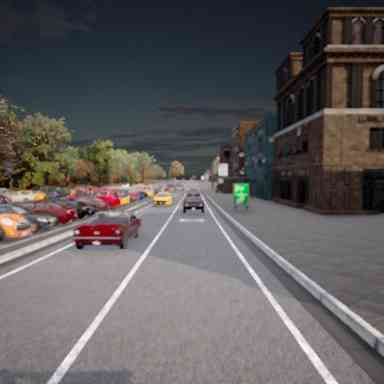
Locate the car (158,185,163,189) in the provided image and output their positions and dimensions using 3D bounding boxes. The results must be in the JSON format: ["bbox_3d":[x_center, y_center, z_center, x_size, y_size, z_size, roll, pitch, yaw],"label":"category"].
[{"bbox_3d":[-9.180,-0.171,70.730,4.674,1.452,2.002,0,2,1],"label":"car"}]

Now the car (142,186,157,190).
[{"bbox_3d":[-9.133,0.227,56.818,5.366,1.575,1.946,0,2,1],"label":"car"}]

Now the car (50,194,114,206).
[{"bbox_3d":[-9.597,1.121,29.002,4.674,1.452,2.002,0,2,1],"label":"car"}]

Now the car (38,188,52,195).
[{"bbox_3d":[-22.516,0.570,45.792,5.008,1.535,2.097,0,2,1],"label":"car"}]

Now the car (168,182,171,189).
[{"bbox_3d":[-8.981,-1.005,87.411,5.566,2.045,2.435,0,2,1],"label":"car"}]

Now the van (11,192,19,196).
[{"bbox_3d":[-22.478,0.598,37.434,4.442,1.987,1.878,0,2,1],"label":"van"}]

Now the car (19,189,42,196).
[{"bbox_3d":[-22.541,0.695,43.010,4.674,1.452,2.002,0,2,1],"label":"car"}]

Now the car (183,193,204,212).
[{"bbox_3d":[0.148,1.097,30.928,1.895,1.301,4.718,0,2,0],"label":"car"}]

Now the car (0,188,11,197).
[{"bbox_3d":[-22.594,0.657,34.650,5.566,2.045,2.435,0,2,1],"label":"car"}]

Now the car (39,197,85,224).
[{"bbox_3d":[-9.678,1.297,20.642,5.008,1.535,2.097,0,1,1],"label":"car"}]

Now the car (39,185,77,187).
[{"bbox_3d":[-22.398,0.061,54.136,5.566,2.045,2.435,0,2,1],"label":"car"}]

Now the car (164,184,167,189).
[{"bbox_3d":[-9.279,-0.484,79.076,5.366,1.575,1.946,0,2,1],"label":"car"}]

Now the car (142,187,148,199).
[{"bbox_3d":[-9.408,0.488,48.474,5.008,1.535,2.097,0,2,1],"label":"car"}]

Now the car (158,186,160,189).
[{"bbox_3d":[-9.205,-0.004,65.166,4.792,1.488,2.163,0,2,1],"label":"car"}]

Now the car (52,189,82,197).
[{"bbox_3d":[-22.372,0.178,59.711,4.674,1.452,2.002,0,2,1],"label":"car"}]

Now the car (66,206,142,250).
[{"bbox_3d":[-3.335,1.469,13.877,1.895,1.301,4.718,0,1,0],"label":"car"}]

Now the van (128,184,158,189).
[{"bbox_3d":[-9.145,-0.169,62.312,4.442,1.987,1.878,0,2,1],"label":"van"}]

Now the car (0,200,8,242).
[{"bbox_3d":[-9.799,1.314,12.285,4.553,1.767,2.185,0,1,1],"label":"car"}]

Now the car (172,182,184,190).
[{"bbox_3d":[-2.961,-1.061,78.201,2.150,2.045,5.566,0,2,0],"label":"car"}]

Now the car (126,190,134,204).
[{"bbox_3d":[-9.701,0.825,37.348,5.366,1.575,1.946,0,2,1],"label":"car"}]

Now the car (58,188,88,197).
[{"bbox_3d":[-22.336,0.051,62.493,5.008,1.535,2.097,0,2,1],"label":"car"}]

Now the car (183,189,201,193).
[{"bbox_3d":[0.210,0.333,48.090,2.097,1.767,4.553,0,2,0],"label":"car"}]

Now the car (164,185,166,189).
[{"bbox_3d":[-9.128,-0.389,76.293,4.892,1.521,2.231,0,2,1],"label":"car"}]

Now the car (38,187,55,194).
[{"bbox_3d":[-22.489,0.485,48.576,4.892,1.521,2.231,0,2,1],"label":"car"}]

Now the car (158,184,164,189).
[{"bbox_3d":[-9.118,-0.425,73.506,4.553,1.767,2.185,0,2,1],"label":"car"}]

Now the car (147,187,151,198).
[{"bbox_3d":[-9.369,0.402,51.255,5.008,1.535,2.097,0,2,1],"label":"car"}]

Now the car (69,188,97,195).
[{"bbox_3d":[-22.290,-0.127,68.059,5.008,1.535,2.097,0,2,1],"label":"car"}]

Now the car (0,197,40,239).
[{"bbox_3d":[-9.771,1.275,15.065,4.553,1.767,2.185,0,1,1],"label":"car"}]

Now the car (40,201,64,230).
[{"bbox_3d":[-9.715,1.393,17.854,4.674,1.452,2.002,0,1,1],"label":"car"}]

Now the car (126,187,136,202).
[{"bbox_3d":[-9.457,0.622,39.999,4.553,1.767,2.185,0,2,1],"label":"car"}]

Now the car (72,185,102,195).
[{"bbox_3d":[-22.229,-0.467,70.836,5.566,2.045,2.435,0,2,1],"label":"car"}]

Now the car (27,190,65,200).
[{"bbox_3d":[-22.482,0.428,51.358,4.792,1.488,2.163,0,2,1],"label":"car"}]

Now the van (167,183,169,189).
[{"bbox_3d":[-8.920,-0.888,84.629,4.442,1.987,1.878,0,2,1],"label":"van"}]

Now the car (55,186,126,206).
[{"bbox_3d":[-9.600,0.746,31.775,5.566,2.045,2.435,0,2,1],"label":"car"}]

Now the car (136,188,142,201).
[{"bbox_3d":[-9.465,0.660,42.910,4.892,1.521,2.231,0,2,1],"label":"car"}]

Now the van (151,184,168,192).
[{"bbox_3d":[-8.866,-1.067,90.068,4.442,1.987,1.878,0,2,1],"label":"van"}]

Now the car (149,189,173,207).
[{"bbox_3d":[-3.194,0.795,37.002,1.882,1.535,5.008,0,1,1],"label":"car"}]

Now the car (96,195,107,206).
[{"bbox_3d":[-9.598,1.191,26.217,4.792,1.488,2.163,0,2,1],"label":"car"}]

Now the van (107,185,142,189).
[{"bbox_3d":[-9.547,0.348,45.686,4.442,1.987,1.878,0,2,1],"label":"van"}]

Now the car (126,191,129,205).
[{"bbox_3d":[-9.538,0.912,34.564,5.008,1.535,2.097,0,2,1],"label":"car"}]

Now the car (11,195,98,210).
[{"bbox_3d":[-9.651,1.233,23.430,5.008,1.535,2.097,0,1,1],"label":"car"}]
